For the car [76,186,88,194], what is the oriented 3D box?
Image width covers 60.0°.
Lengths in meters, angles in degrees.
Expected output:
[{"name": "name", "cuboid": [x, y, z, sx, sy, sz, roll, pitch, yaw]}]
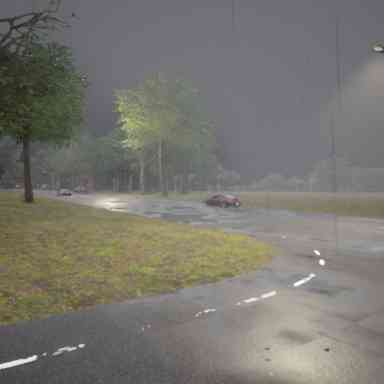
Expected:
[{"name": "car", "cuboid": [-24.188, -0.458, 72.261, 2.097, 1.767, 4.553, -1, 2, -35]}]

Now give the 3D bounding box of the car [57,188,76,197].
[{"name": "car", "cuboid": [-22.378, 0.152, 58.190, 2.033, 1.411, 5.357, -1, 2, -31]}]

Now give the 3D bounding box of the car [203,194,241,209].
[{"name": "car", "cuboid": [3.050, 0.914, 34.010, 1.812, 1.442, 4.674, -1, 2, -35]}]
